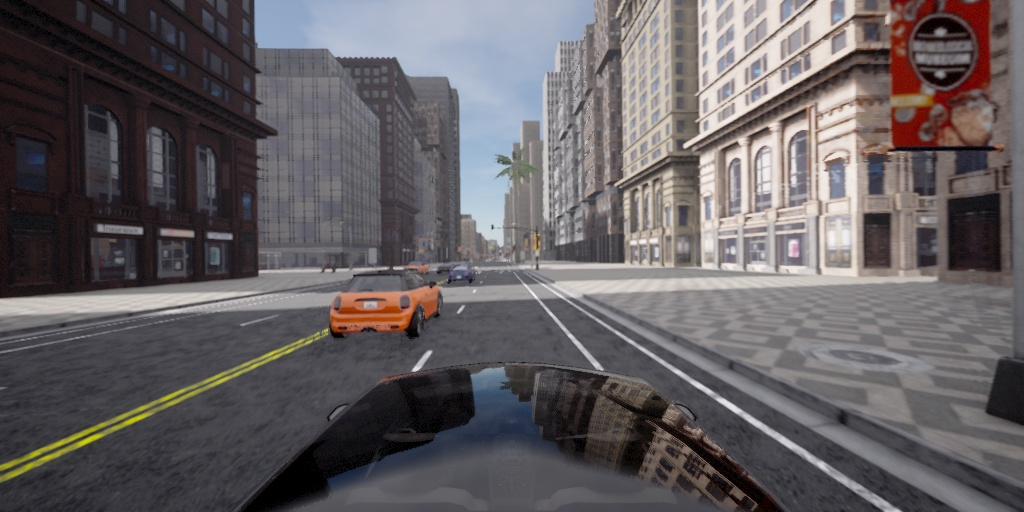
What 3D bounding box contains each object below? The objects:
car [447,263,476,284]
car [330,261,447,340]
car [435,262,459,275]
[{"bbox_3d":[-3.980,1.389,28.671,1.812,1.442,4.674,-1,0,-2],"label":"car"},{"bbox_3d":[-3.381,1.168,10.511,2.097,1.767,4.553,-1,0,-2],"label":"car"},{"bbox_3d":[-7.860,1.507,43.758,2.033,1.411,5.357,-1,0,-1],"label":"car"}]
